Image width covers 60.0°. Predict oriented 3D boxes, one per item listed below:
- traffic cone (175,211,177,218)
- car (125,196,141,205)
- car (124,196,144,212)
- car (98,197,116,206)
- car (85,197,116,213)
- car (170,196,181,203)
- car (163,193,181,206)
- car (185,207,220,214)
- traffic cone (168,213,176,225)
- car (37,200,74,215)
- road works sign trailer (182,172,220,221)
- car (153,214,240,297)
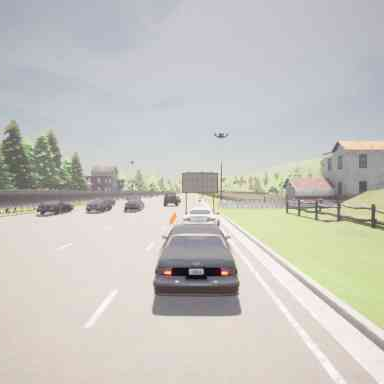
[{"bbox_3d":[-1.456,1.955,25.127,0.340,0.580,0.340,0,0,0],"label":"traffic cone"},{"bbox_3d":[-10.327,1.477,58.781,1.882,1.535,5.008,0,0,0],"label":"car"},{"bbox_3d":[-6.833,1.546,39.576,2.033,1.411,5.357,0,0,-2],"label":"car"},{"bbox_3d":[-13.832,1.563,54.390,1.994,1.385,4.181,0,0,0],"label":"car"},{"bbox_3d":[-10.352,1.546,37.372,2.033,1.411,5.357,0,0,0],"label":"car"},{"bbox_3d":[-3.315,1.563,68.522,1.994,1.385,4.181,0,0,0],"label":"car"},{"bbox_3d":[-3.334,1.221,53.307,2.150,2.045,5.566,0,0,0],"label":"car"},{"bbox_3d":[0.546,1.538,18.429,1.812,1.442,4.674,0,-1,6],"label":"car"},{"bbox_3d":[-1.459,1.955,23.127,0.340,0.580,0.340,0,0,0],"label":"traffic cone"},{"bbox_3d":[-13.859,1.547,34.027,2.033,1.411,5.357,0,0,0],"label":"car"},{"bbox_3d":[0.514,0.464,22.043,2.380,3.560,2.880,0,0,-4],"label":"road works sign trailer"},{"bbox_3d":[0.108,1.547,8.770,2.033,1.411,5.357,0,0,1],"label":"car"}]
